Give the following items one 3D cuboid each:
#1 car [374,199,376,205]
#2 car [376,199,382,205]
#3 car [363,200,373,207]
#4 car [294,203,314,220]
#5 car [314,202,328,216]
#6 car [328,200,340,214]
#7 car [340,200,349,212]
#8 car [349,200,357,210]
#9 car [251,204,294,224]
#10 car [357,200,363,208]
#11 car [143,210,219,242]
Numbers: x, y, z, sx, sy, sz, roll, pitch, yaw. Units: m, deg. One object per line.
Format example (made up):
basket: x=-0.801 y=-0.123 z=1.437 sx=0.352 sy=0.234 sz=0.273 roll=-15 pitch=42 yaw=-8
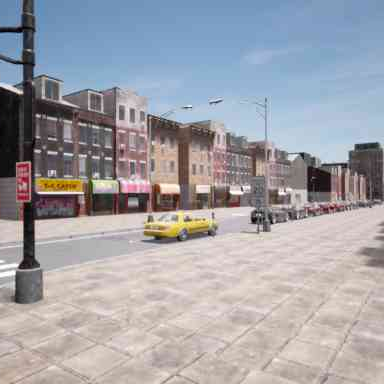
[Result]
car: x=35.362 y=2.210 z=67.191 sx=1.887 sy=1.381 sz=4.507 roll=-1 pitch=-2 yaw=35
car: x=45.131 y=2.458 z=80.951 sx=2.008 sy=1.369 sz=4.403 roll=-2 pitch=-2 yaw=35
car: x=32.107 y=2.145 z=62.605 sx=2.008 sy=1.369 sz=4.403 roll=-1 pitch=-1 yaw=35
car: x=9.311 y=1.741 z=30.494 sx=2.008 sy=1.369 sz=4.403 roll=-1 pitch=-1 yaw=35
car: x=12.568 y=1.819 z=35.080 sx=1.802 sy=1.307 sz=4.206 roll=-1 pitch=-1 yaw=35
car: x=15.824 y=1.833 z=39.668 sx=1.887 sy=1.381 sz=4.507 roll=-1 pitch=-1 yaw=35
car: x=19.079 y=1.782 z=44.257 sx=1.967 sy=1.590 sz=4.097 roll=-1 pitch=-1 yaw=35
car: x=22.337 y=1.950 z=48.843 sx=2.008 sy=1.369 sz=4.403 roll=-1 pitch=-1 yaw=35
car: x=6.055 y=1.713 z=25.906 sx=1.947 sy=1.339 sz=4.313 roll=-1 pitch=-1 yaw=35
car: x=25.593 y=2.011 z=53.430 sx=2.008 sy=1.369 sz=4.403 roll=-1 pitch=-1 yaw=35
car: x=-0.360 y=1.597 z=16.870 sx=1.752 sy=1.417 sz=4.829 roll=-1 pitch=-1 yaw=35
